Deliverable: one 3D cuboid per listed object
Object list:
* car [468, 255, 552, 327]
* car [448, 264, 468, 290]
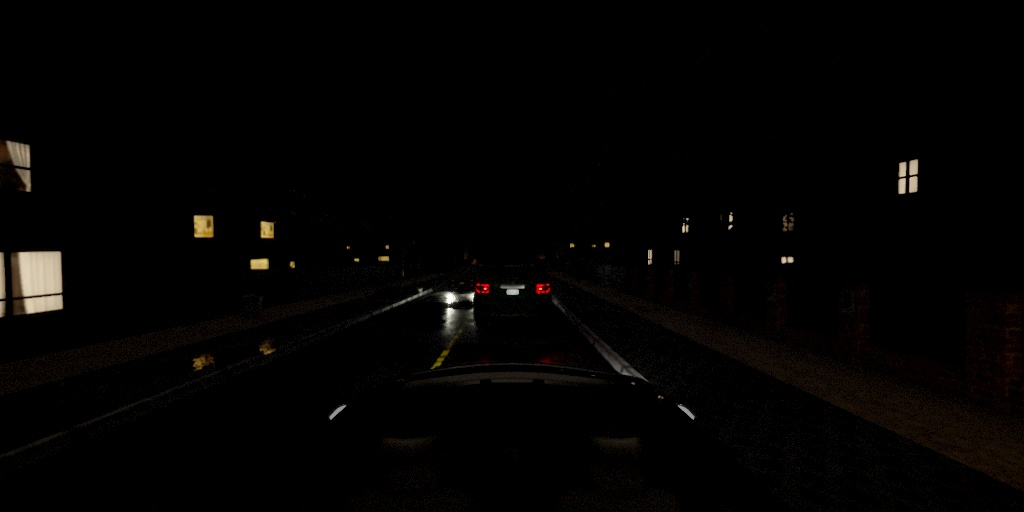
[{"bbox_3d":[0.040,1.001,11.800,2.150,2.045,5.566,0,0,0],"label":"car"},{"bbox_3d":[-2.884,1.293,23.123,1.882,1.535,5.008,0,0,0],"label":"car"}]
